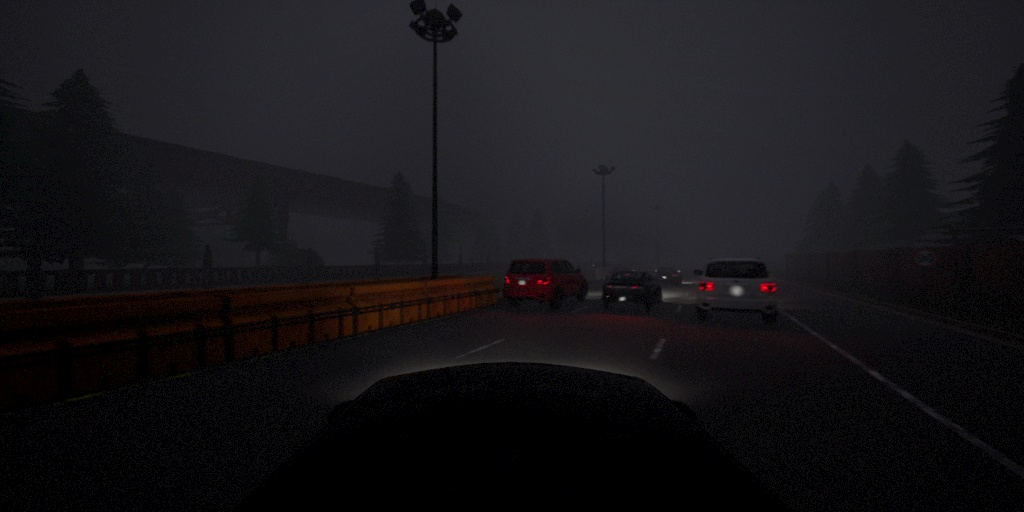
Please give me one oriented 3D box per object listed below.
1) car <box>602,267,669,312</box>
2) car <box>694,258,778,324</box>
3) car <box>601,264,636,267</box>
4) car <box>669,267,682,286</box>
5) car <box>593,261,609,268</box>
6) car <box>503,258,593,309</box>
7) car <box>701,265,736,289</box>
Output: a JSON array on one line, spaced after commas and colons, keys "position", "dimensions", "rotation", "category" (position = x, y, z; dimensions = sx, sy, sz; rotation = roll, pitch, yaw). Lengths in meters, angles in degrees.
[{"position": [5.210, 1.382, 15.300], "dimensions": [2.128, 1.511, 4.902], "rotation": [0, -1, 29], "category": "car"}, {"position": [7.843, 1.085, 12.828], "dimensions": [2.150, 2.045, 5.566], "rotation": [0, 0, 29], "category": "car"}, {"position": [9.227, 1.608, 30.188], "dimensions": [1.994, 1.385, 4.181], "rotation": [0, -1, 29], "category": "car"}, {"position": [12.312, 1.587, 28.538], "dimensions": [1.994, 1.385, 4.181], "rotation": [0, -1, 29], "category": "car"}, {"position": [15.701, 1.737, 62.885], "dimensions": [2.097, 1.767, 4.553], "rotation": [0, -1, 35], "category": "car"}, {"position": [1.672, 1.127, 16.133], "dimensions": [2.150, 2.045, 5.566], "rotation": [0, 0, 29], "category": "car"}, {"position": [15.386, 1.493, 26.868], "dimensions": [2.128, 1.511, 4.902], "rotation": [0, -1, 29], "category": "car"}]
